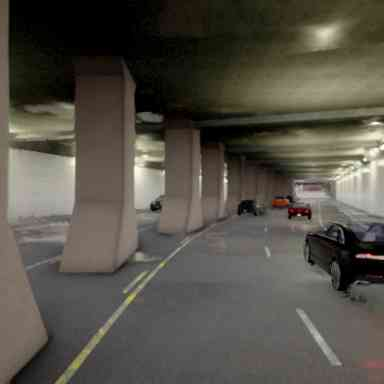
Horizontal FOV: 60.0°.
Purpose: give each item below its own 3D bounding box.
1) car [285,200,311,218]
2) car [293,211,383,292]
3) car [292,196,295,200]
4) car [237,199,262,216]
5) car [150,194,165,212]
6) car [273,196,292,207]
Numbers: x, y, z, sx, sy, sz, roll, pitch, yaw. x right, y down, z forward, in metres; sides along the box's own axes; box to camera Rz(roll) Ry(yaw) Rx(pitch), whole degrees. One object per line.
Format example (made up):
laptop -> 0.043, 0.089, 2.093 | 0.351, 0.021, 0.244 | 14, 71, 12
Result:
car -> 9.785, 1.635, 30.055 | 1.895, 1.301, 4.718 | 0, 0, 20
car -> 4.328, 1.509, 8.855 | 2.128, 1.511, 4.902 | 0, 0, 7
car -> 19.052, 1.522, 65.125 | 1.837, 1.490, 4.892 | 0, 0, 21
car -> 5.812, 1.518, 33.297 | 1.837, 1.490, 4.892 | 0, 0, 21
car -> -2.670, 1.187, 37.343 | 2.150, 2.045, 5.566 | 0, 0, 21
car -> 13.690, 1.396, 51.018 | 2.097, 1.767, 4.553 | 0, 0, 21
